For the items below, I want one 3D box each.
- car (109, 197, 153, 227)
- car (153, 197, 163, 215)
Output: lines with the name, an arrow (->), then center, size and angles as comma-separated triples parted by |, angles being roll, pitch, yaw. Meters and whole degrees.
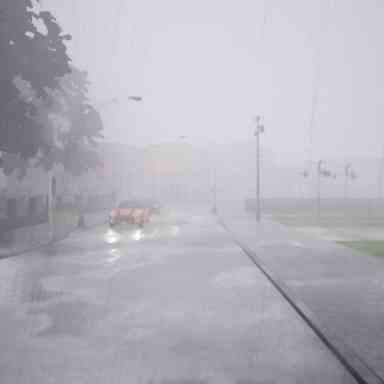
car -> -4.091, 1.321, 22.284 | 2.097, 1.767, 4.553 | 0, 0, 0
car -> -4.067, 1.306, 32.536 | 2.097, 1.767, 4.553 | 0, 0, 0
